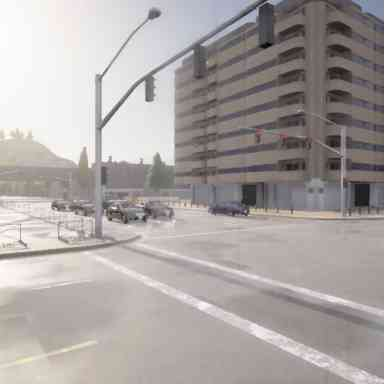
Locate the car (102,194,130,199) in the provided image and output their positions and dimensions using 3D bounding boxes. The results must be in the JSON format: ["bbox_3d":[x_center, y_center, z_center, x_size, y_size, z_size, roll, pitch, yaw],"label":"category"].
[{"bbox_3d":[-9.127,1.277,37.528,2.150,2.045,5.566,0,0,-35],"label":"car"}]

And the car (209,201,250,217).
[{"bbox_3d":[3.540,1.581,31.844,1.812,1.442,4.674,0,0,-34],"label":"car"}]

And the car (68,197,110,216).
[{"bbox_3d":[-10.341,1.547,33.186,2.128,1.511,4.902,0,0,-35],"label":"car"}]

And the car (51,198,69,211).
[{"bbox_3d":[-16.146,1.547,41.402,2.128,1.511,4.902,0,0,-35],"label":"car"}]

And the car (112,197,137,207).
[{"bbox_3d":[-10.610,1.533,52.081,1.882,1.535,5.008,0,0,-35],"label":"car"}]

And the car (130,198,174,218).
[{"bbox_3d":[-3.427,1.547,29.477,2.128,1.511,4.902,0,0,-35],"label":"car"}]

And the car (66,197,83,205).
[{"bbox_3d":[-22.039,1.619,62.167,1.994,1.385,4.181,0,0,-35],"label":"car"}]

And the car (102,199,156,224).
[{"bbox_3d":[-5.094,1.547,25.773,2.128,1.511,4.902,0,0,-35],"label":"car"}]
